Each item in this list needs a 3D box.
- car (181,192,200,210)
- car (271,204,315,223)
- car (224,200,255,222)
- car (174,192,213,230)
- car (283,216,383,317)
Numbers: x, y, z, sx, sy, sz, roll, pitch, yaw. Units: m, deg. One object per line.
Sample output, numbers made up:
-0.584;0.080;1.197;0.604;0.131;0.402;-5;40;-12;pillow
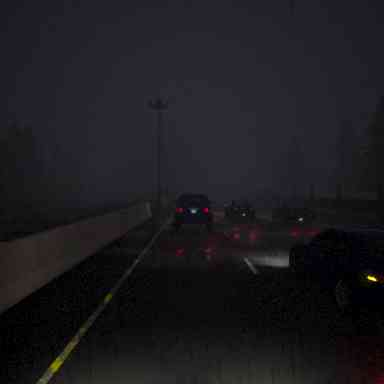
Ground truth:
-0.268;1.042;40.522;2.150;2.045;5.566;0;1;-2;car
7.090;1.493;23.913;1.895;1.301;4.718;0;0;0;car
3.574;1.377;25.474;2.128;1.511;4.902;0;0;-1;car
0.099;1.128;20.538;2.150;2.045;5.566;0;0;0;car
3.601;1.492;7.275;1.812;1.442;4.674;0;0;0;car
